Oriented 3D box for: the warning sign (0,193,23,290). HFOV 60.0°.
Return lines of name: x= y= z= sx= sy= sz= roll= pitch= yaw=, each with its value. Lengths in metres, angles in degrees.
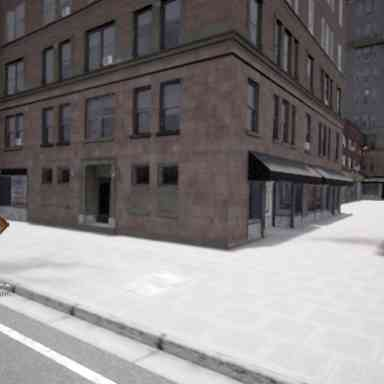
warning sign: x=-4.294 y=0.967 z=6.600 sx=1.060 sy=1.860 sz=1.300 roll=2 pitch=1 yaw=35
